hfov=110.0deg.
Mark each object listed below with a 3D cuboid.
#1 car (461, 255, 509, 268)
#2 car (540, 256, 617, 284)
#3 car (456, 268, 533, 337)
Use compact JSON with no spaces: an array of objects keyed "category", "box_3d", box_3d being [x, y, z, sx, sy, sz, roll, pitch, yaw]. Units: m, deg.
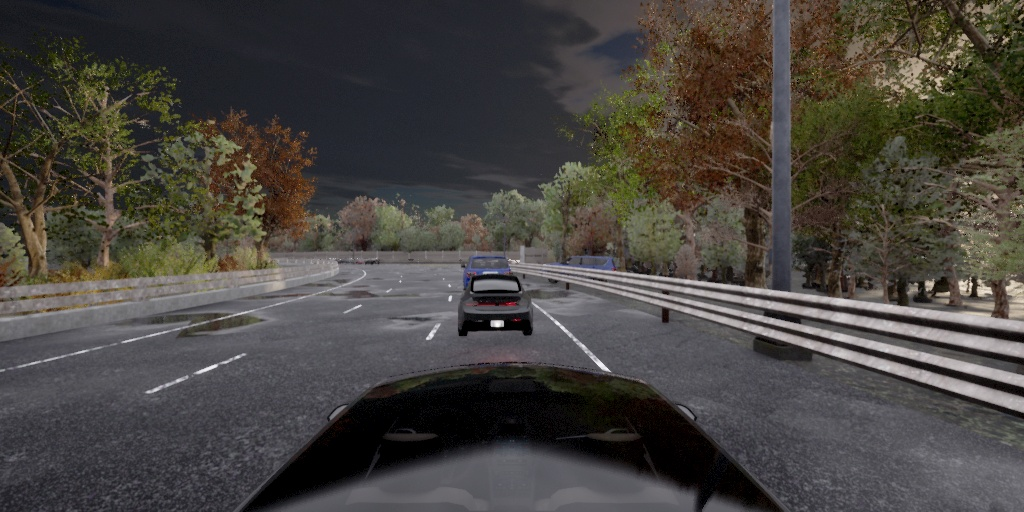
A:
[{"category":"car","box_3d":[-1.318,0.968,17.852,2.150,2.045,5.566,0,0,-9]},{"category":"car","box_3d":[4.848,0.981,26.163,5.566,2.045,2.150,3,1,8]},{"category":"car","box_3d":[-0.541,1.253,10.364,1.837,1.490,4.892,0,0,-5]}]
